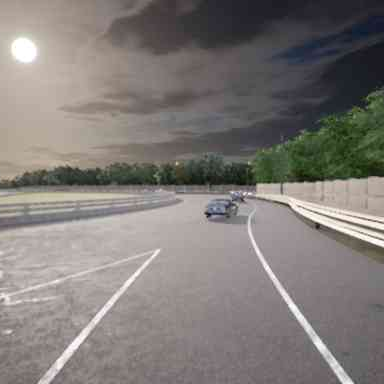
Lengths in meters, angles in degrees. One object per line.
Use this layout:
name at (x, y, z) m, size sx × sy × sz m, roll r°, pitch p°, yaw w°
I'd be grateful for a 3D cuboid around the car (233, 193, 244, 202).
car at (7.462, 0.900, 55.153) m, size 1.812 × 1.442 × 4.674 m, roll 0°, pitch 1°, yaw 2°

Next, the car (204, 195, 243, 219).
car at (2.370, 1.244, 26.189) m, size 2.033 × 1.411 × 5.357 m, roll 0°, pitch 1°, yaw 17°
